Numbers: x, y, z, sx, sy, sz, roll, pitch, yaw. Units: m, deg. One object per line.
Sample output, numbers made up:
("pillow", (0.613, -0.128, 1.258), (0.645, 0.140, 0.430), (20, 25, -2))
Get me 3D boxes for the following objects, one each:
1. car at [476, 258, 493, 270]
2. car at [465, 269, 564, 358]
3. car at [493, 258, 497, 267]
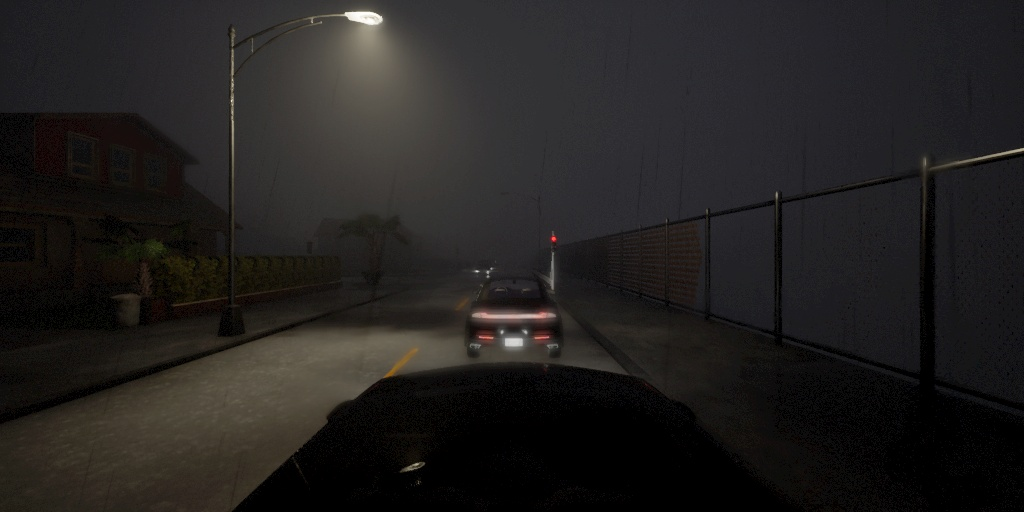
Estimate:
("car", (-4.111, 1.255, 51.850), (1.837, 1.490, 4.892), (0, 0, 0))
("car", (0.052, 1.242, 8.465), (2.128, 1.511, 4.902), (0, 0, 0))
("car", (-4.095, 1.297, 61.715), (2.033, 1.411, 5.357), (0, 0, 0))
